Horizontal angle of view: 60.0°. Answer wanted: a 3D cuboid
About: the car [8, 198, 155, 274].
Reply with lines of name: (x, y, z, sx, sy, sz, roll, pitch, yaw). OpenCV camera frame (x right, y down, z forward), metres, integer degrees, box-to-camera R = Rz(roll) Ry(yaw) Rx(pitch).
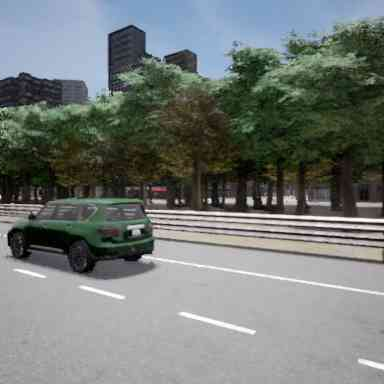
car: (-3.730, 1.226, 10.829, 5.566, 2.045, 2.150, 0, 0, 36)
